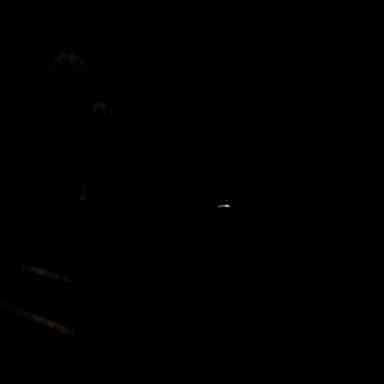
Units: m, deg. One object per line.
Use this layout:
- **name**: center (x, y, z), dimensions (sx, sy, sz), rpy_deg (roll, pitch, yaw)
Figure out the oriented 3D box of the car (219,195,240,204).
- **car**: center (6.243, 1.306, 55.422), dimensions (1.837, 1.490, 4.892), rpy_deg (1, 1, 36)
